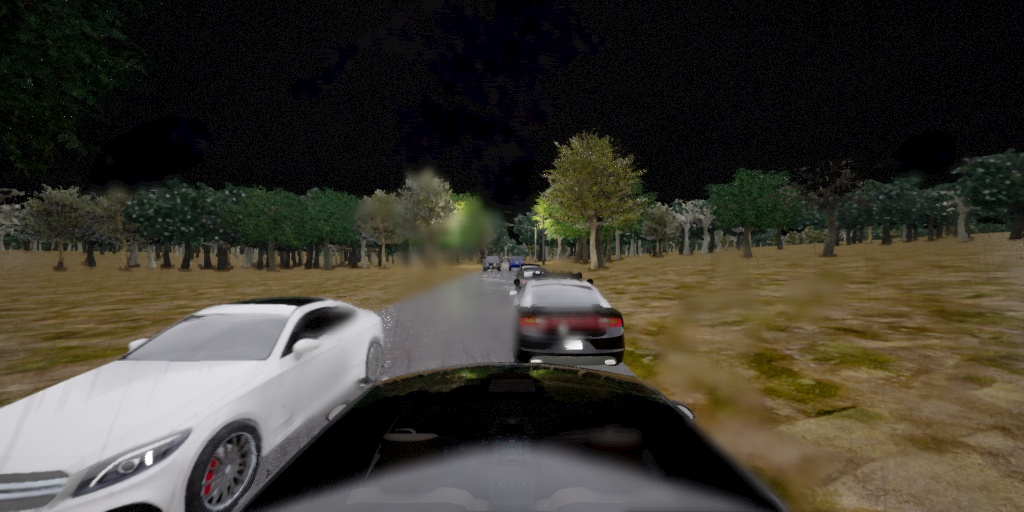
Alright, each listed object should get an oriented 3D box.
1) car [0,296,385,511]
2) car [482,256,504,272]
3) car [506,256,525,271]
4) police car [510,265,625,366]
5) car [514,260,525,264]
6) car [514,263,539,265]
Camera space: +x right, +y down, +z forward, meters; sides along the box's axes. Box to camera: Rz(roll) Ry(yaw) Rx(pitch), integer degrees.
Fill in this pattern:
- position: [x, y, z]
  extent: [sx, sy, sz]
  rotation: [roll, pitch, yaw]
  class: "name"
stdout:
- position: [-3.051, 1.275, 4.338]
  extent: [1.812, 1.442, 4.674]
  rotation: [0, 0, 1]
  class: "car"
- position: [-2.530, 0.995, 46.294]
  extent: [2.150, 2.045, 5.566]
  rotation: [0, 0, 1]
  class: "car"
- position: [0.674, 0.999, 50.099]
  extent: [2.150, 2.045, 5.566]
  rotation: [0, 0, 1]
  class: "car"
- position: [0.996, 1.174, 8.112]
  extent: [1.930, 1.638, 5.238]
  rotation: [0, 0, 1]
  class: "police car"
- position: [1.193, 1.259, 24.002]
  extent: [1.837, 1.490, 4.892]
  rotation: [0, 0, 1]
  class: "car"
- position: [1.119, 1.276, 18.003]
  extent: [1.812, 1.442, 4.674]
  rotation: [0, 0, 1]
  class: "car"
